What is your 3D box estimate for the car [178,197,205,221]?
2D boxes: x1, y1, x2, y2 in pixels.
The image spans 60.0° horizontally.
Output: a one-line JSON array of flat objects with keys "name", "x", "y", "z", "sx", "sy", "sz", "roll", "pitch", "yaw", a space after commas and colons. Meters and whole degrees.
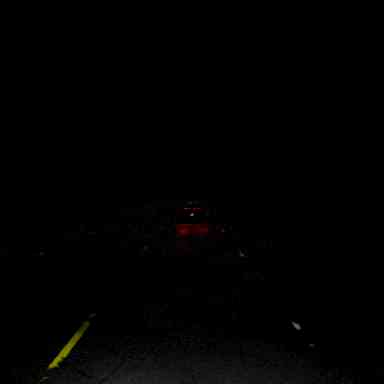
[{"name": "car", "x": -0.018, "y": 1.340, "z": 25.066, "sx": 2.128, "sy": 1.511, "sz": 4.902, "roll": 0, "pitch": 0, "yaw": 0}]

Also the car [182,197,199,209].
[{"name": "car", "x": -0.214, "y": 1.367, "z": 42.017, "sx": 1.994, "sy": 1.385, "sz": 4.181, "roll": 0, "pitch": 0, "yaw": -1}]
